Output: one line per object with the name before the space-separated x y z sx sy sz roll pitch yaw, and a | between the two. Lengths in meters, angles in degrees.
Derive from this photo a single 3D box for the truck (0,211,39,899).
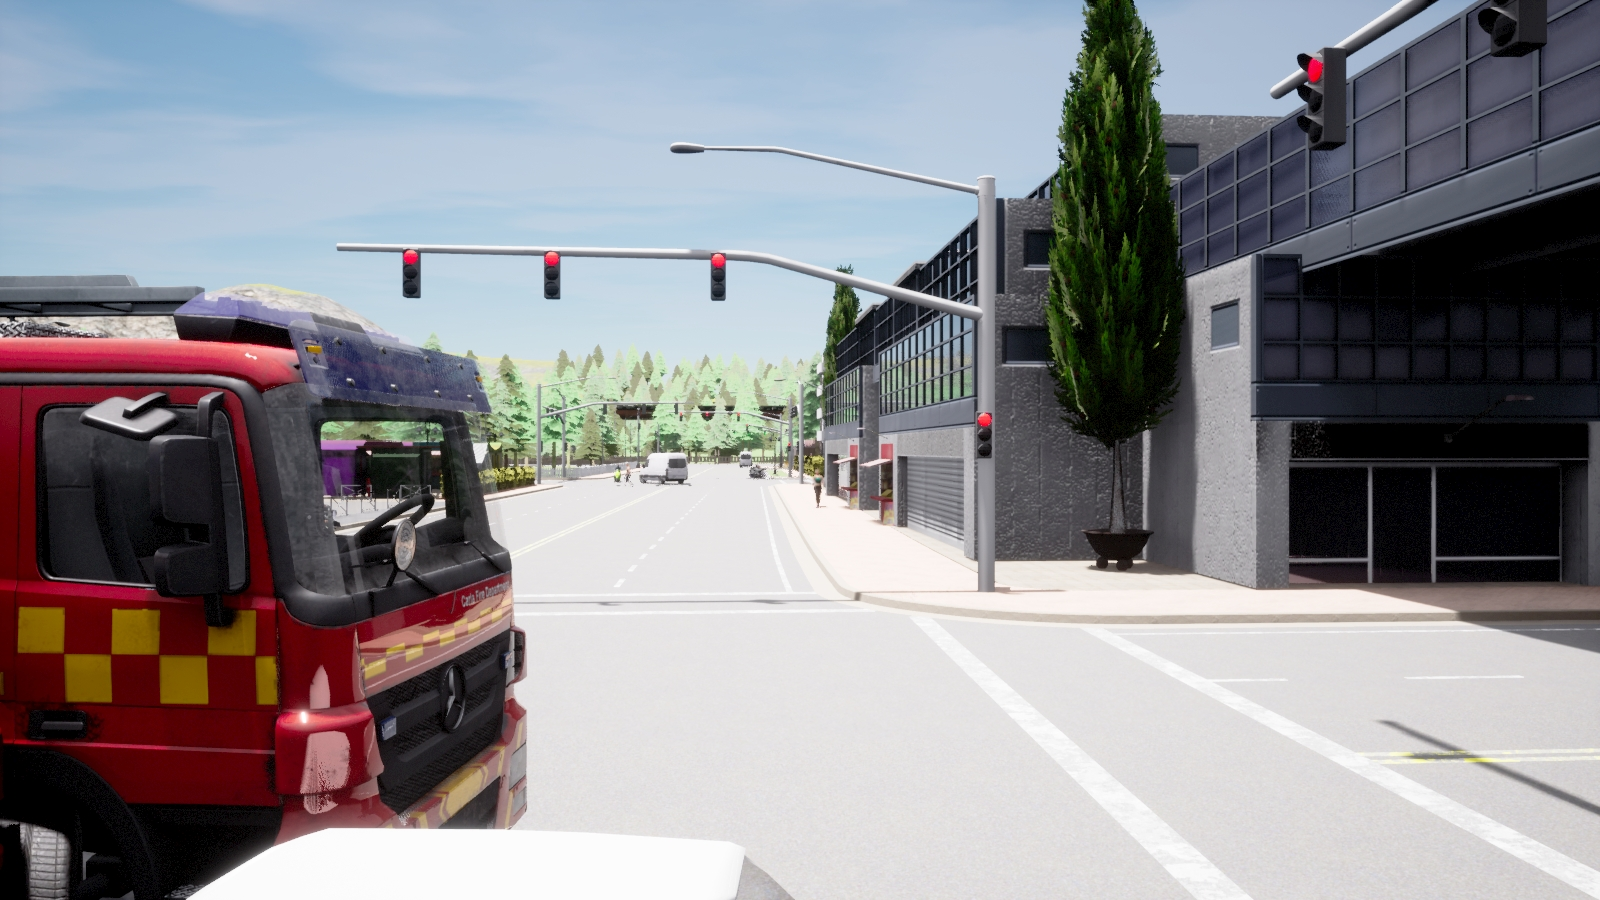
truck | -7.587 0.890 3.490 8.468 3.827 2.891 0 0 -3

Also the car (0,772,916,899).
car | -1.549 2.065 3.579 3.806 1.475 1.970 0 0 5

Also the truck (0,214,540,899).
truck | -6.102 0.890 6.659 8.468 3.827 2.891 0 0 4

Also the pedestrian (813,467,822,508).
pedestrian | 0.796 1.696 51.984 0.375 1.860 0.375 0 0 0
